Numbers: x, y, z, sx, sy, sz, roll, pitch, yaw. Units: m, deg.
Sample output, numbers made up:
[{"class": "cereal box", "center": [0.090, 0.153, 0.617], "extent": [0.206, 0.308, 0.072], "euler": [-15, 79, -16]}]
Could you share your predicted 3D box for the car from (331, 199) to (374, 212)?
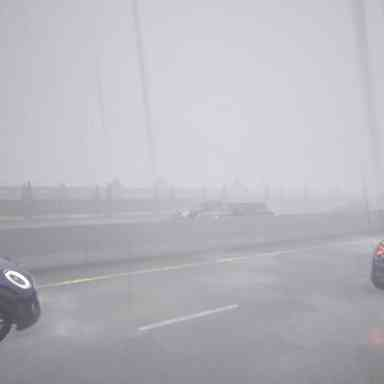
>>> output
[{"class": "car", "center": [17.275, 1.469, 35.580], "extent": [5.357, 1.411, 2.033], "euler": [0, 0, -32]}]

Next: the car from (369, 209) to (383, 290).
[{"class": "car", "center": [6.219, 1.340, 7.656], "extent": [4.553, 1.767, 2.097], "euler": [0, 0, -33]}]

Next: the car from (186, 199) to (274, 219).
[{"class": "car", "center": [2.315, 1.297, 17.873], "extent": [4.553, 1.767, 2.097], "euler": [0, 0, -32]}]

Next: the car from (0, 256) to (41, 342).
[{"class": "car", "center": [-4.616, 1.325, 4.582], "extent": [4.553, 1.767, 2.097], "euler": [0, 0, -36]}]

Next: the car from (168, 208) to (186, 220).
[{"class": "car", "center": [0.773, 1.282, 21.037], "extent": [4.553, 1.767, 2.097], "euler": [0, 0, -32]}]
